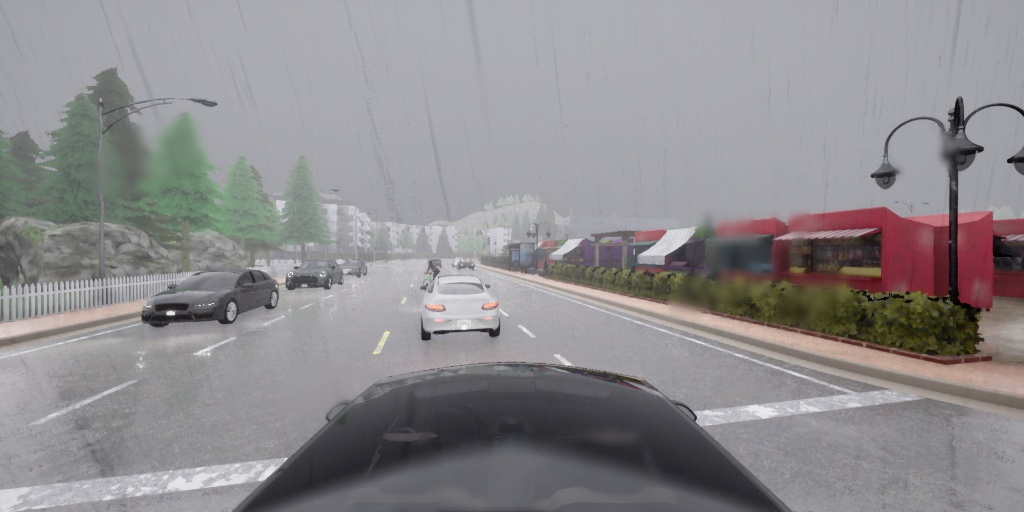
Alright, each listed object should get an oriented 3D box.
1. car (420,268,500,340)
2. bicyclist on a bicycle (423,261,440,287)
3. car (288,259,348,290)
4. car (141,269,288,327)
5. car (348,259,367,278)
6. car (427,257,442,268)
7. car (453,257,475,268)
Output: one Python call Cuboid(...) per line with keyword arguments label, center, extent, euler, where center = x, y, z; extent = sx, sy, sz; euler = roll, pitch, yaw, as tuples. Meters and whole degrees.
Cuboid(label="car", center=(-1.494, 1.225, 9.769), extent=(1.812, 1.442, 4.674), euler=(0, 0, -12))
Cuboid(label="bicyclist on a bicycle", center=(-4.349, 1.078, 19.612), extent=(0.582, 1.620, 1.656), euler=(0, 1, 25))
Cuboid(label="car", center=(-11.433, 0.965, 21.062), extent=(2.097, 1.767, 4.553), euler=(0, 0, -13))
Cuboid(label="car", center=(-9.210, 1.190, 11.466), extent=(1.837, 1.490, 4.892), euler=(0, 0, -13))
Cuboid(label="car", center=(-13.652, 1.033, 30.679), extent=(2.128, 1.511, 4.902), euler=(0, 0, -13))
Cuboid(label="car", center=(-10.959, 0.898, 50.798), extent=(1.837, 1.490, 4.892), euler=(0, 0, -13))
Cuboid(label="car", center=(-5.712, 1.047, 43.749), extent=(1.895, 1.301, 4.718), euler=(0, 0, -13))
